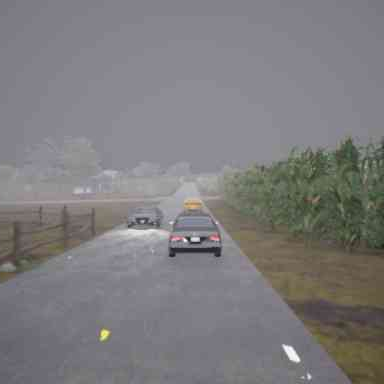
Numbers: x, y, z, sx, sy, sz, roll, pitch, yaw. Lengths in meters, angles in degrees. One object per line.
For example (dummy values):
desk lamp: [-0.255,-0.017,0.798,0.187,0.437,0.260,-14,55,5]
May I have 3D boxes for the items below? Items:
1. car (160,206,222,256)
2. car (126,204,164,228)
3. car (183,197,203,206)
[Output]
car: [0.090,1.504,12.816,2.033,1.411,5.357,0,0,0]
car: [-2.849,1.486,21.089,1.994,1.385,4.181,0,0,0]
car: [0.099,1.267,33.747,1.882,1.535,5.008,0,1,0]
